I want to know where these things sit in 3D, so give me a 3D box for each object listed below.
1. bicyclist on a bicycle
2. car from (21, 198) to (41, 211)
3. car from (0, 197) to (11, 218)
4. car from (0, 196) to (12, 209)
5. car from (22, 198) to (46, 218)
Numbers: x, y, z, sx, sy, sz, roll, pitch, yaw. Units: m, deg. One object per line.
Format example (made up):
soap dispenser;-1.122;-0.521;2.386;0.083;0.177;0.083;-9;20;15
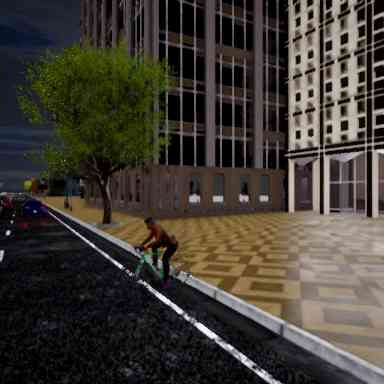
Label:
bicyclist on a bicycle;-0.787;1.392;7.426;1.656;1.620;0.582;0;0;-27
car;-20.103;1.484;41.480;2.033;1.411;5.357;0;0;-27
car;-17.490;1.446;29.396;2.128;1.511;4.902;0;0;-27
car;-23.929;1.288;41.922;2.097;1.767;4.553;0;0;-27
car;-14.276;1.481;30.082;1.812;1.442;4.674;0;0;-27
